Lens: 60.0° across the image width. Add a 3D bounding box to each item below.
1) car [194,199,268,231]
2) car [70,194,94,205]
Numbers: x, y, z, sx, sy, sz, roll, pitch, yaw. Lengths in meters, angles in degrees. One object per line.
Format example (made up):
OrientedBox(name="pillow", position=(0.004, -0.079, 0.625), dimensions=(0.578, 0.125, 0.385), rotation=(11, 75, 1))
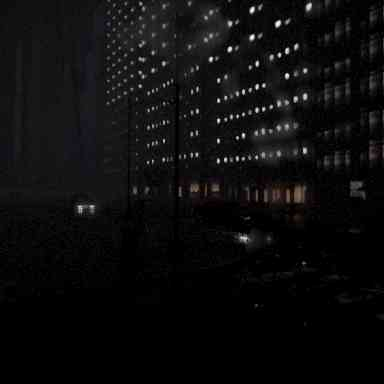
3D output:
OrientedBox(name="car", position=(2.066, 1.192, 18.810), dimensions=(1.882, 1.535, 5.008), rotation=(1, 1, -33))
OrientedBox(name="car", position=(-13.833, 0.864, 41.767), dimensions=(1.895, 1.301, 4.718), rotation=(1, 1, -35))
